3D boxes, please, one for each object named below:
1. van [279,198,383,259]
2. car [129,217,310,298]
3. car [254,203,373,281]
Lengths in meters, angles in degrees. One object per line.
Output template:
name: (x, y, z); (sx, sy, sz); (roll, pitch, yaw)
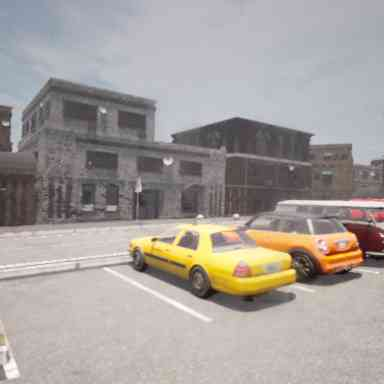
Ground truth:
van: (5.124, 1.304, 11.900); (1.878, 1.987, 4.442); (1, 0, -36)
car: (0.101, 1.487, 8.685); (1.946, 1.575, 5.366); (0, 0, -36)
car: (2.602, 1.378, 10.204); (2.185, 1.767, 4.553); (0, 0, -36)
